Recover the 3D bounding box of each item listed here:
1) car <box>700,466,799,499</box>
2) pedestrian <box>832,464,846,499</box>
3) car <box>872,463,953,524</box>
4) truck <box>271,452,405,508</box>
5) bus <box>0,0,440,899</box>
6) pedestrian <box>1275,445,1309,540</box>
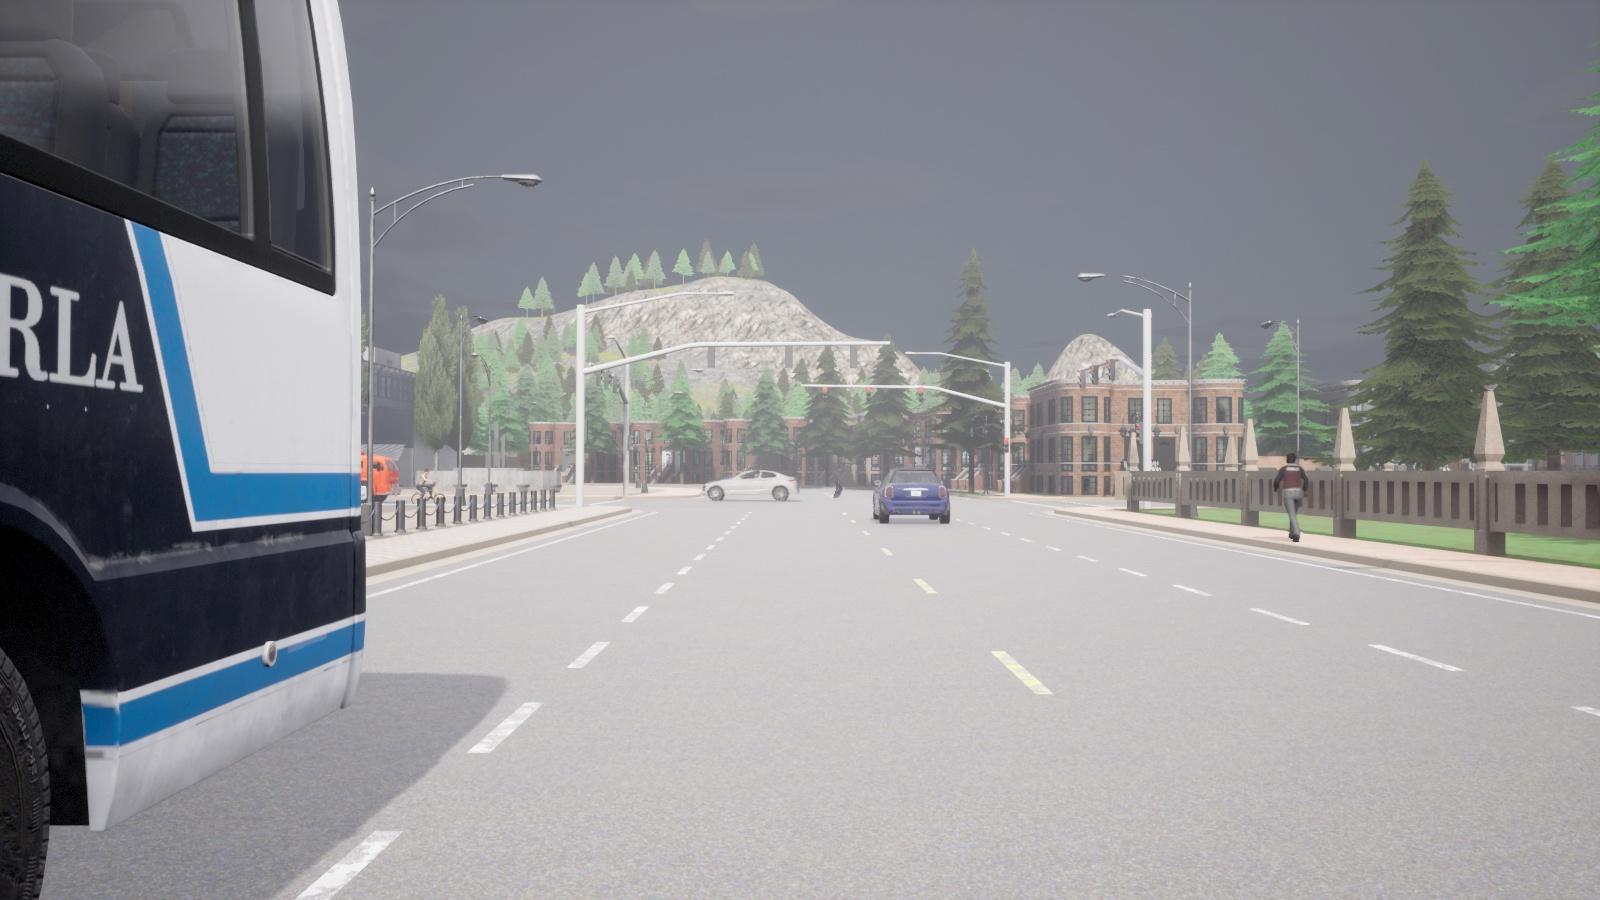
[{"bbox_3d":[-2.546,1.687,64.691,5.027,1.651,2.152,0,-1,0],"label":"car"},{"bbox_3d":[2.217,1.802,71.588,0.788,1.949,0.423,0,-1,-5],"label":"pedestrian"},{"bbox_3d":[3.417,1.314,39.050,2.097,1.767,4.553,0,-1,0],"label":"car"},{"bbox_3d":[-21.139,1.378,57.643,5.204,2.467,2.627,0,-1,0],"label":"truck"},{"bbox_3d":[-3.506,-0.544,0.234,3.944,4.253,10.273,0,-1,0],"label":"bus"},{"bbox_3d":[10.139,0.866,25.883,0.402,1.930,0.666,0,-1,-1],"label":"pedestrian"}]
